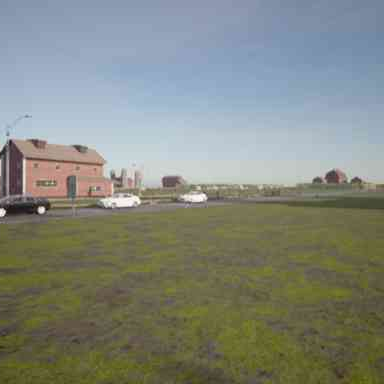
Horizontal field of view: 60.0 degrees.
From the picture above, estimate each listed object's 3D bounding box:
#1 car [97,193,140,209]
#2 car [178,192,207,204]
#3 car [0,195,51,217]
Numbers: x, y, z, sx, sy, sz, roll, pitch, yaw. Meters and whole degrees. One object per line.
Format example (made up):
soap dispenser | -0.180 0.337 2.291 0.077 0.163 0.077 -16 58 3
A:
car | -7.139 0.864 32.908 1.812 1.442 4.674 1 2 36
car | 0.159 0.679 42.962 1.812 1.442 4.674 1 2 36
car | -13.035 0.989 24.775 1.837 1.490 4.892 1 2 36
